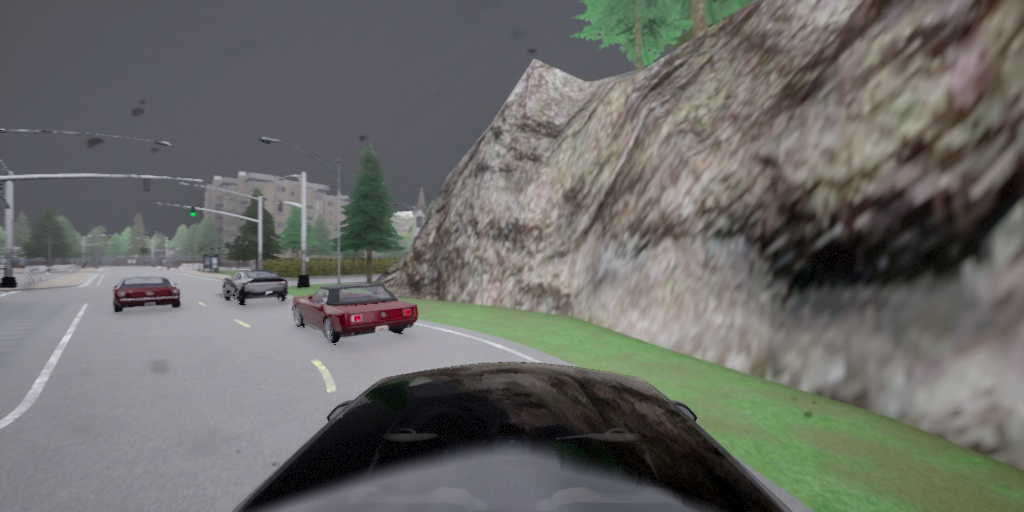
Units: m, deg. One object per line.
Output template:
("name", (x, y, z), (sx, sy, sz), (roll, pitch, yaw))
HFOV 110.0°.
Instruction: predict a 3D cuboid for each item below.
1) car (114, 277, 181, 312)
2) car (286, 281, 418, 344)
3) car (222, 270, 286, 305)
("car", (-15.674, 1.560, 15.371), (4.718, 1.301, 1.895), (-1, -1, 42))
("car", (-4.578, 1.433, 9.992), (1.895, 1.301, 4.718), (0, -1, -44))
("car", (-12.400, 1.415, 17.244), (4.902, 1.511, 2.128), (-1, -1, 42))
